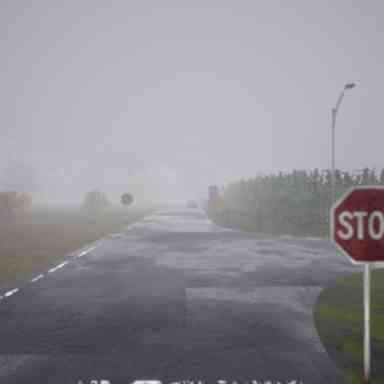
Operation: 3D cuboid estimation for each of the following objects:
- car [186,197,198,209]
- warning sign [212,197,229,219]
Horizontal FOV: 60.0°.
[{"bbox_3d":[-0.009,1.926,51.635,2.033,1.411,5.357,0,0,0],"label":"car"},{"bbox_3d":[2.389,1.331,27.968,1.300,1.860,1.060,0,-1,0],"label":"warning sign"}]
